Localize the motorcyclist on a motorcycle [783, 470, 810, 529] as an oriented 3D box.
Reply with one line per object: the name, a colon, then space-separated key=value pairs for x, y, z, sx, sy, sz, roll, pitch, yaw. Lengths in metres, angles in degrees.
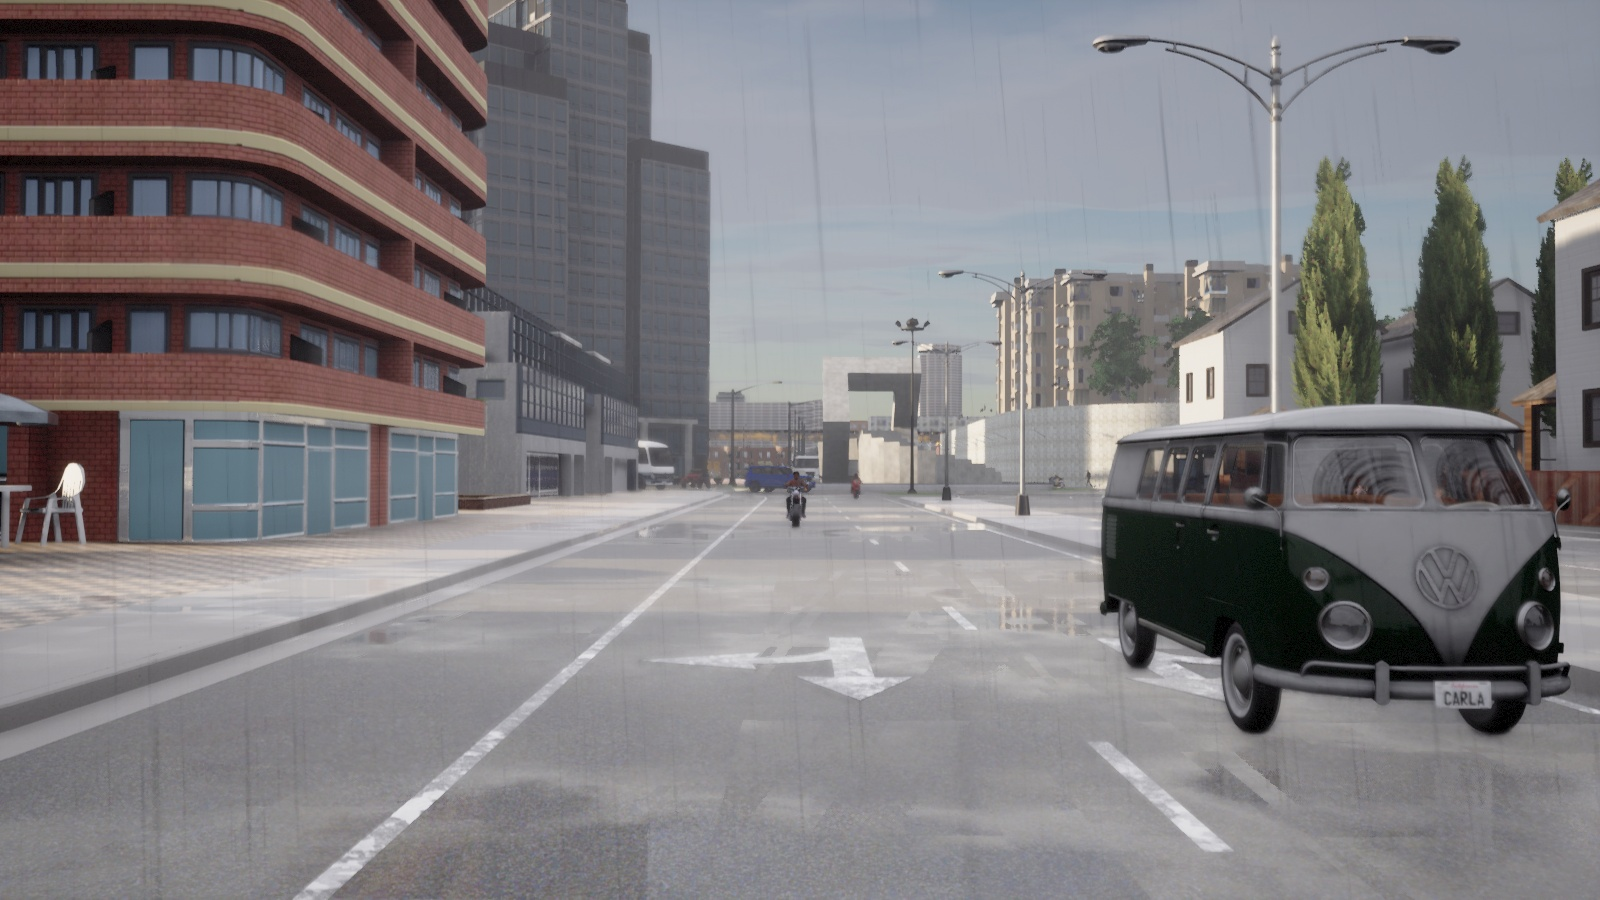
motorcyclist on a motorcycle: x=-0.098 y=1.400 z=36.187 sx=0.766 sy=1.649 sz=2.350 roll=0 pitch=-1 yaw=0

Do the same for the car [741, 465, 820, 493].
car: x=-1.458 y=2.179 z=93.643 sx=5.566 sy=2.045 sz=2.150 roll=-1 pitch=-1 yaw=32

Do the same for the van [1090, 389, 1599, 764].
van: x=3.474 y=0.709 z=8.916 sx=1.775 sy=1.987 sz=4.442 roll=0 pitch=-1 yaw=0
